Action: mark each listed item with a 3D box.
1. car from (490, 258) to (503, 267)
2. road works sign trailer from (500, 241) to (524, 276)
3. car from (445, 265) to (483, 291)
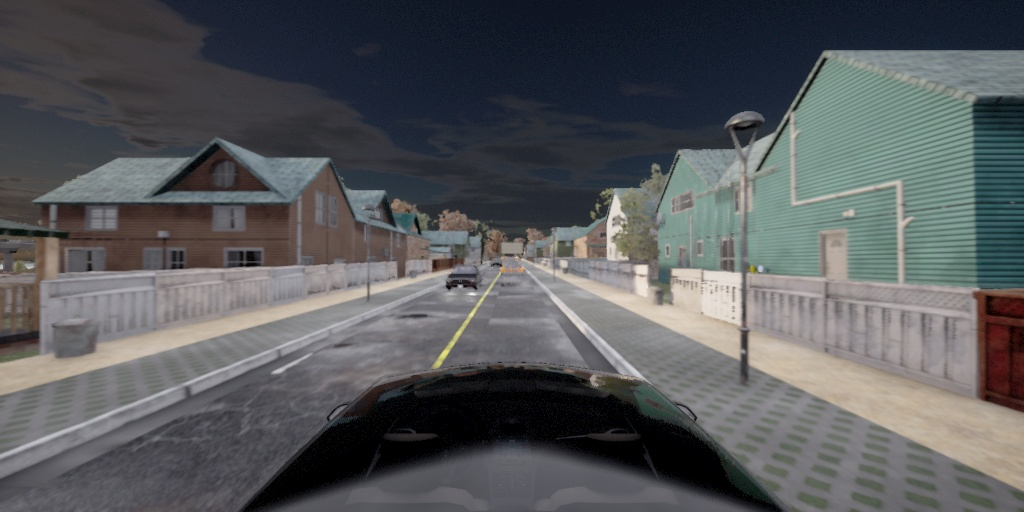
[{"bbox_3d":[-2.781,1.080,63.732,2.097,1.767,4.553,0,0,1],"label":"car"},{"bbox_3d":[0.001,0.209,37.186,2.380,3.560,2.880,0,0,0],"label":"road works sign trailer"},{"bbox_3d":[-2.849,1.297,22.427,2.033,1.411,5.357,0,0,0],"label":"car"}]
